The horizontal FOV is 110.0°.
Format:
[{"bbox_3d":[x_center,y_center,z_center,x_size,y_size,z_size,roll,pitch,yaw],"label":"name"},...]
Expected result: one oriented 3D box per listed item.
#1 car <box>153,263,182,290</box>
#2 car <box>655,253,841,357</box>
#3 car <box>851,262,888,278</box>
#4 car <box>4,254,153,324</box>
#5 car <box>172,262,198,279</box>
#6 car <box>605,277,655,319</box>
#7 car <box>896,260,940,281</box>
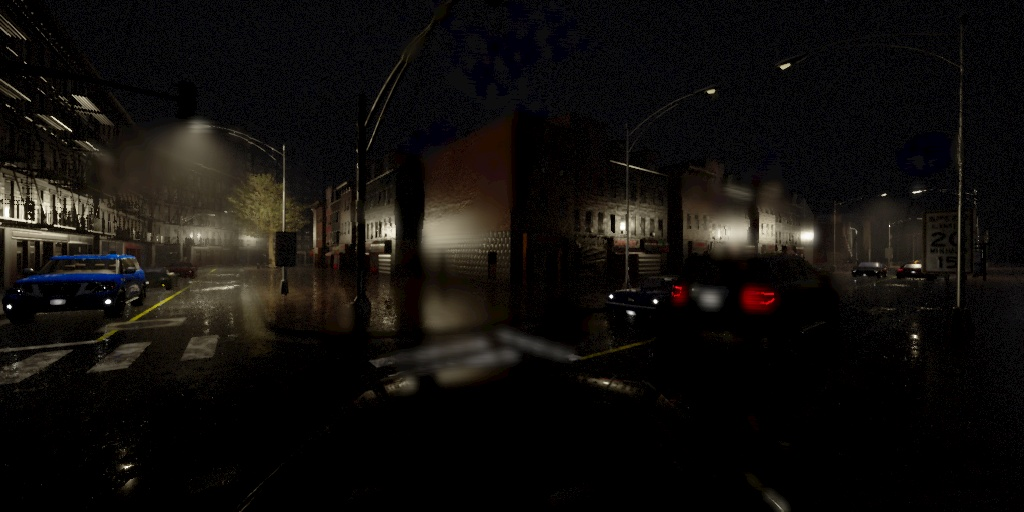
[{"bbox_3d":[-21.207,1.312,21.114,1.994,1.385,4.181,0,0,-38],"label":"car"},{"bbox_3d":[6.097,0.950,8.805,5.566,2.045,2.150,0,0,-37],"label":"car"},{"bbox_3d":[32.361,1.231,32.361,5.357,1.411,2.033,0,0,-37],"label":"car"},{"bbox_3d":[-14.580,0.963,12.404,2.150,2.045,5.566,0,0,-37],"label":"car"},{"bbox_3d":[-29.321,1.242,31.822,1.882,1.535,5.008,0,1,-37],"label":"car"},{"bbox_3d":[5.148,1.316,11.672,4.718,1.301,1.895,0,0,-38],"label":"car"},{"bbox_3d":[33.412,1.248,29.618,4.181,1.385,1.994,0,0,-37],"label":"car"}]
